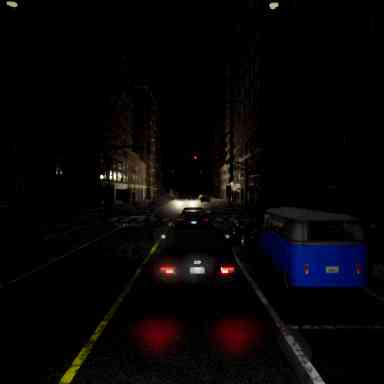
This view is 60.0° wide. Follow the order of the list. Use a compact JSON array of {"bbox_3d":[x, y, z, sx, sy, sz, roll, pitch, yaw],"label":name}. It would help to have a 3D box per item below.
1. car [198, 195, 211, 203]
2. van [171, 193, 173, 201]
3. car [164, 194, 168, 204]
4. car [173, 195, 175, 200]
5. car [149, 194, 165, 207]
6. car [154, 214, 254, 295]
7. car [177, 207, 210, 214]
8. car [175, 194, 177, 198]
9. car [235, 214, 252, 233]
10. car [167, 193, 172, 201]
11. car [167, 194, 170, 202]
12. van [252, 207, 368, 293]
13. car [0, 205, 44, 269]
[{"bbox_3d":[2.816,1.404,68.649,1.967,1.590,4.097,0,0,0],"label":"car"},{"bbox_3d":[-5.712,1.306,74.059,1.690,1.788,3.998,0,0,0],"label":"van"},{"bbox_3d":[-5.702,1.517,57.706,2.008,1.369,4.403,0,0,0],"label":"car"},{"bbox_3d":[-5.715,1.516,79.510,2.008,1.369,4.403,0,0,0],"label":"car"},{"bbox_3d":[-5.699,1.494,52.086,1.752,1.417,4.829,0,0,0],"label":"car"},{"bbox_3d":[0.096,1.546,8.881,2.033,1.411,5.357,0,0,0],"label":"car"},{"bbox_3d":[0.090,1.557,19.200,1.994,1.385,4.181,0,0,0],"label":"car"},{"bbox_3d":[-5.719,1.282,84.961,2.192,1.841,5.009,0,0,0],"label":"car"},{"bbox_3d":[2.848,1.562,14.272,1.947,1.339,4.313,0,0,0],"label":"car"},{"bbox_3d":[-5.709,1.509,68.608,1.887,1.381,4.507,0,0,0],"label":"car"},{"bbox_3d":[-5.706,1.509,63.157,1.887,1.381,4.507,0,0,0],"label":"car"},{"bbox_3d":[2.850,1.339,8.612,1.690,1.788,3.998,0,0,0],"label":"van"},{"bbox_3d":[-5.674,1.313,8.567,2.192,1.841,5.009,0,0,0],"label":"car"}]
